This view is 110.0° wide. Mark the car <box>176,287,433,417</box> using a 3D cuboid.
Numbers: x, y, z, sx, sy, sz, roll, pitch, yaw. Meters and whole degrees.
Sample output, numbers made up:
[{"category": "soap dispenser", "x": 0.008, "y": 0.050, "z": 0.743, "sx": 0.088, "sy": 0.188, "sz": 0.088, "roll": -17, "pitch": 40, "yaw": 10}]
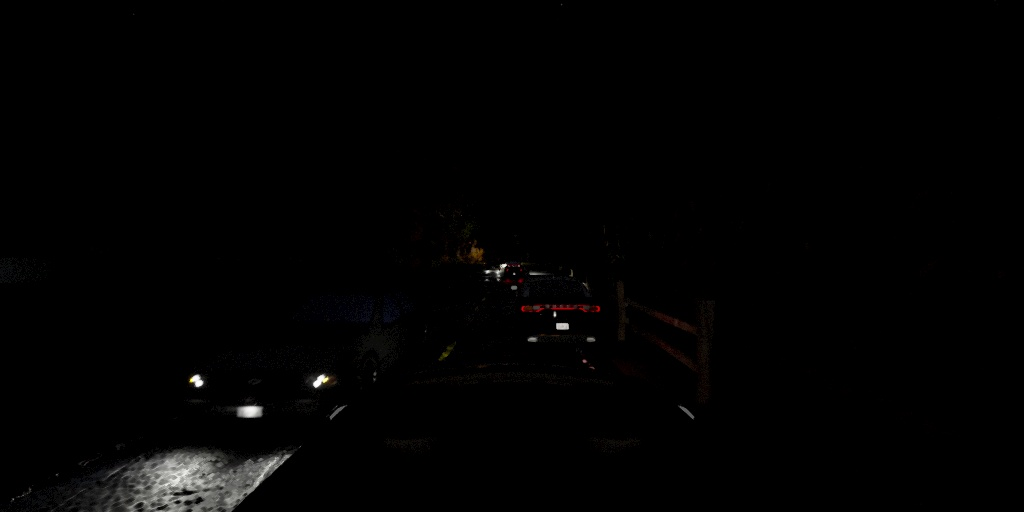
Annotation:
[{"category": "car", "x": -2.824, "y": 1.296, "z": 6.536, "sx": 2.033, "sy": 1.411, "sz": 5.357, "roll": 0, "pitch": 0, "yaw": 0}]

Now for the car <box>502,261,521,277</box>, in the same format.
[{"category": "car", "x": 0.232, "y": 1.346, "z": 35.461, "sx": 1.895, "sy": 1.301, "sz": 4.718, "roll": 0, "pitch": 0, "yaw": 1}]

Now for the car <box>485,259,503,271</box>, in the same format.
[{"category": "car", "x": -2.610, "y": 1.249, "z": 50.329, "sx": 1.837, "sy": 1.490, "sz": 4.892, "roll": 0, "pitch": 0, "yaw": 0}]

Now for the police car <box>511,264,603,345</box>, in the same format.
[{"category": "police car", "x": 1.003, "y": 1.173, "z": 9.611, "sx": 1.930, "sy": 1.638, "sz": 5.238, "roll": 0, "pitch": 0, "yaw": 0}]
